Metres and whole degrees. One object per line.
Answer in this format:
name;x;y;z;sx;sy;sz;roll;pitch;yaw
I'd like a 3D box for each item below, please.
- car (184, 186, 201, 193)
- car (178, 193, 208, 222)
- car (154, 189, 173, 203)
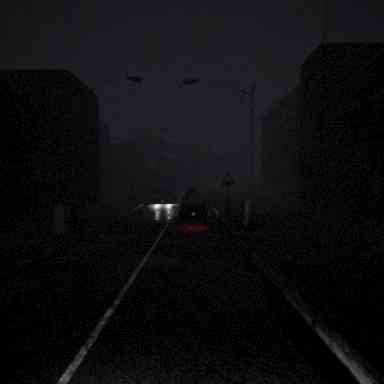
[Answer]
car;0.061;0.055;41.261;2.128;1.511;4.902;0;4;0
car;0.083;1.119;23.116;1.882;1.535;5.008;0;2;0
car;-3.127;0.370;37.219;2.033;1.411;5.357;0;5;-2
